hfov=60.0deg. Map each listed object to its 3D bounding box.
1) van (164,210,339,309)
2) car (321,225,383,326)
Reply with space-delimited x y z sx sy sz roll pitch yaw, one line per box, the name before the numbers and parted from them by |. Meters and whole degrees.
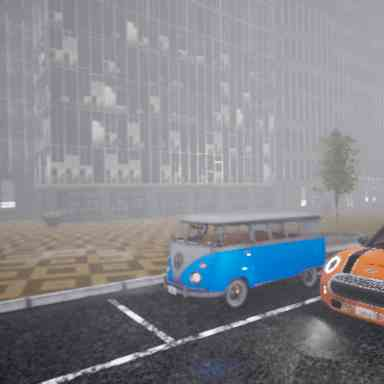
van | 1.337 1.334 7.533 3.998 1.788 1.690 0 -1 -36
car | 4.606 1.342 6.626 4.553 1.767 2.097 0 0 -35
